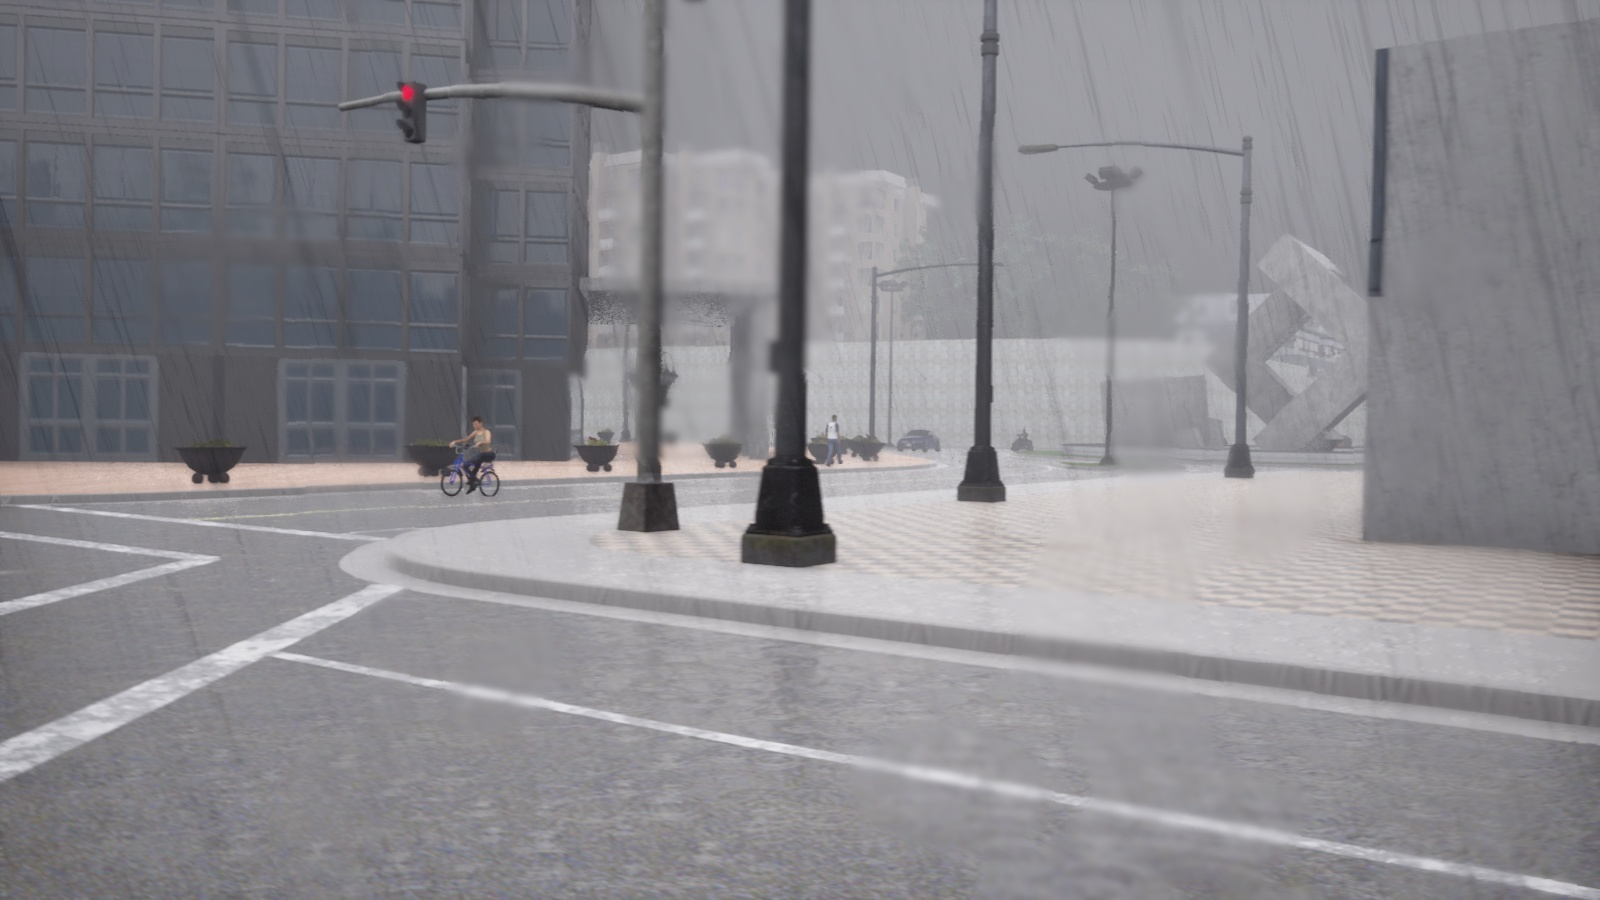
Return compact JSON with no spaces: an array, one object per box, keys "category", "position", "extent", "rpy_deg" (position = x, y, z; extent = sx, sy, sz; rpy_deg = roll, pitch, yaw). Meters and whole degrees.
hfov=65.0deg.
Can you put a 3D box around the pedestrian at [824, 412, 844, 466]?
[{"category":"pedestrian","position":[1.189,-0.393,43.315],"extent":[0.354,1.836,0.706],"rpy_deg":[1,1,35]}]

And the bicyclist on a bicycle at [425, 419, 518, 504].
[{"category":"bicyclist on a bicycle","position":[-6.444,0.239,24.680],"extent":[0.866,1.612,1.509],"rpy_deg":[1,-2,34]}]

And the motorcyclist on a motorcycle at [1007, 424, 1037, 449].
[{"category":"motorcyclist on a motorcycle","position":[15.251,-0.938,86.303],"extent":[2.350,1.649,0.766],"rpy_deg":[-1,2,-44]}]

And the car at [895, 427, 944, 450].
[{"category":"car","position":[7.708,-0.742,80.712],"extent":[1.812,1.442,4.674],"rpy_deg":[0,1,23]}]
